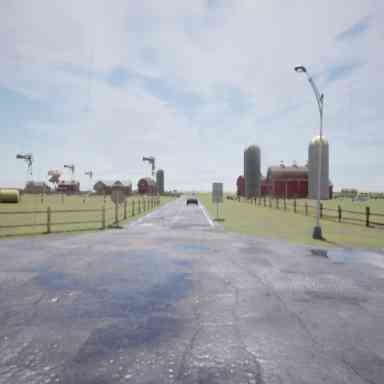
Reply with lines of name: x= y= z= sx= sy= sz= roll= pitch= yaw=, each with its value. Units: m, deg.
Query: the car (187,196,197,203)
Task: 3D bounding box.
car: x=0.032 y=1.555 z=67.204 sx=1.994 sy=1.385 sz=4.181 roll=0 pitch=0 yaw=0

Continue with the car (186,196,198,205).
car: x=0.027 y=1.468 z=56.783 sx=1.882 sy=1.535 sz=5.008 roll=0 pitch=0 yaw=0
